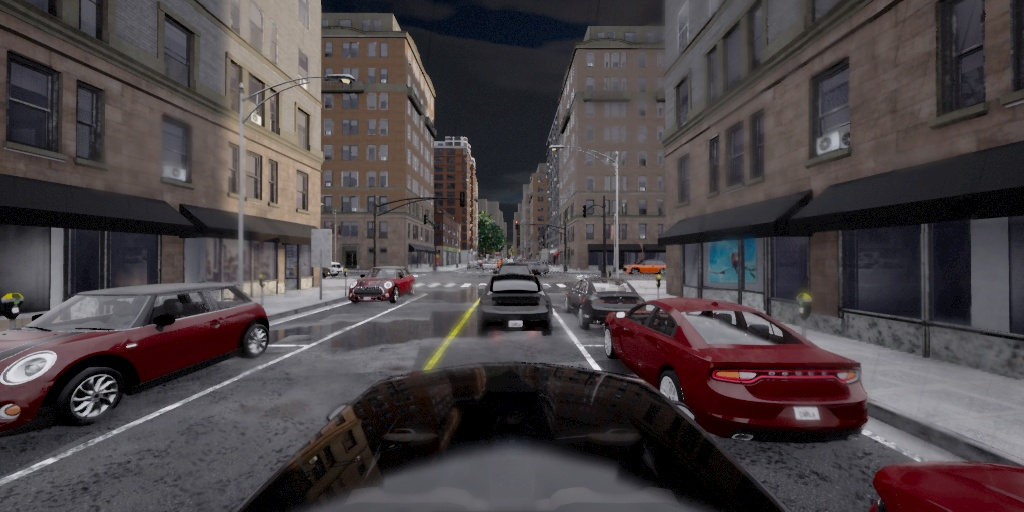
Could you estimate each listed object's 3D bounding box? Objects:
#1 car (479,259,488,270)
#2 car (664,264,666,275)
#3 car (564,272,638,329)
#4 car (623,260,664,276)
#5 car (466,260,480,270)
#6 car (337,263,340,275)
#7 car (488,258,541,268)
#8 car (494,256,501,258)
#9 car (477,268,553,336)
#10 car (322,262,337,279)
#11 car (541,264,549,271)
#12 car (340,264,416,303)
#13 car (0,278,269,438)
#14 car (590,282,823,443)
[{"bbox_3d":[-3.129,1.389,50.846,1.895,1.301,4.718,0,0,0],"label":"car"},{"bbox_3d":[18.718,1.411,36.103,5.357,1.411,2.033,0,0,0],"label":"car"},{"bbox_3d":[2.682,1.303,10.970,2.007,1.370,4.403,0,0,0],"label":"car"},{"bbox_3d":[14.564,1.225,39.337,4.553,1.767,2.097,0,0,0],"label":"car"},{"bbox_3d":[-5.915,1.345,54.831,2.007,1.370,4.403,0,0,0],"label":"car"},{"bbox_3d":[-18.369,0.894,32.491,5.566,2.045,2.150,0,0,-1],"label":"car"},{"bbox_3d":[0.119,1.108,17.809,2.097,1.767,4.553,0,0,0],"label":"car"},{"bbox_3d":[-3.178,1.159,60.818,2.097,1.767,4.553,0,0,0],"label":"car"},{"bbox_3d":[0.056,1.257,10.376,1.837,1.490,4.892,0,0,-1],"label":"car"},{"bbox_3d":[-17.478,1.127,29.248,5.008,1.535,1.882,0,0,-2],"label":"car"},{"bbox_3d":[1.210,1.233,32.574,4.902,1.511,2.128,0,-1,-39],"label":"car"},{"bbox_3d":[-5.836,1.195,16.470,1.967,1.591,4.097,0,0,0],"label":"car"},{"bbox_3d":[-5.852,1.190,5.484,1.967,1.591,4.097,0,0,0],"label":"car"},{"bbox_3d":[2.675,1.296,5.479,1.888,1.381,4.507,0,0,0],"label":"car"}]
